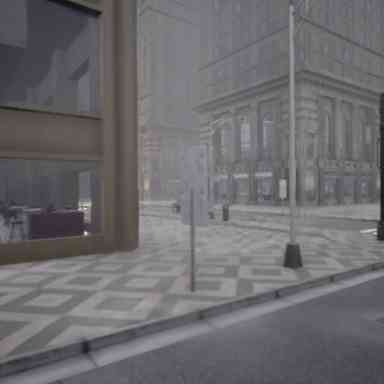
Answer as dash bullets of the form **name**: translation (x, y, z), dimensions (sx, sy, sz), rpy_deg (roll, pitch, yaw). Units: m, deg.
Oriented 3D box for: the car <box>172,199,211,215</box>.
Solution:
- **car**: translation (-0.079, 1.356, 31.379), dimensions (1.837, 1.490, 4.892), rpy_deg (-1, 1, -35)
